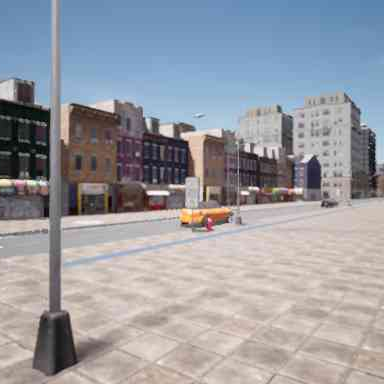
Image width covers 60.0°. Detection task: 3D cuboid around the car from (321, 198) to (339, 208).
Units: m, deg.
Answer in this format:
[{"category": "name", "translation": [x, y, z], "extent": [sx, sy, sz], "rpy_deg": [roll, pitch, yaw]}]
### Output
[{"category": "car", "translation": [21.964, 1.718, 52.996], "extent": [1.812, 1.442, 4.674], "rpy_deg": [0, 0, 36]}]

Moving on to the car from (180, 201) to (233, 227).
[{"category": "car", "translation": [1.175, 1.455, 24.161], "extent": [2.097, 1.767, 4.553], "rpy_deg": [0, 0, 36]}]
